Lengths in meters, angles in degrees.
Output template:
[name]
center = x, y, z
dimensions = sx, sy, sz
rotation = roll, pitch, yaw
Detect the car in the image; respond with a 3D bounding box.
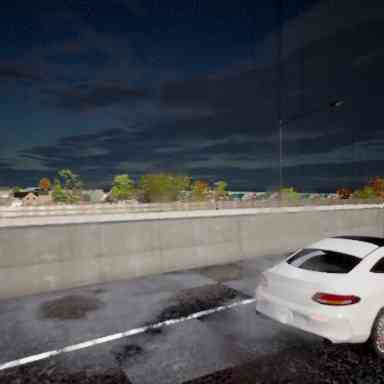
[car]
center = 3.164, 1.524, 5.974
dimensions = 4.674, 1.442, 1.812
rotation = 0, 0, -35
